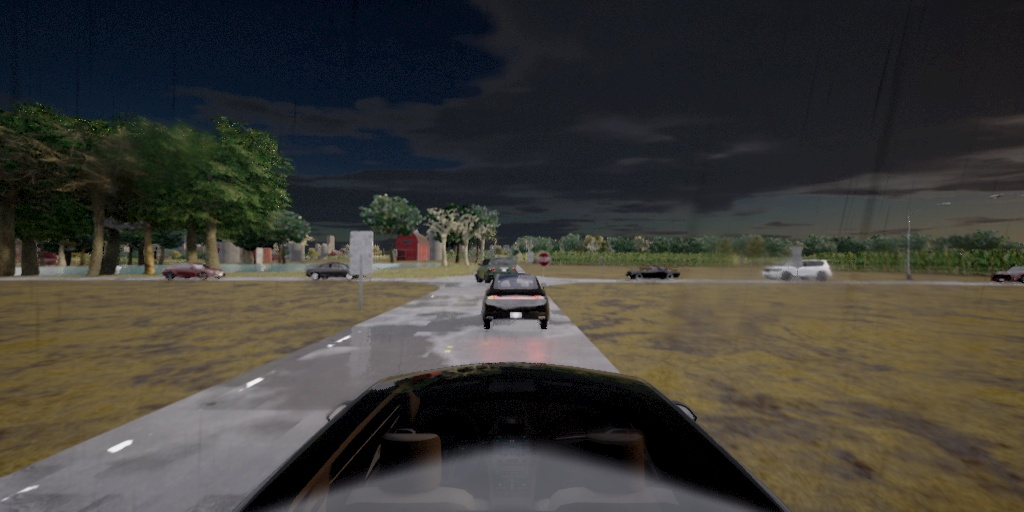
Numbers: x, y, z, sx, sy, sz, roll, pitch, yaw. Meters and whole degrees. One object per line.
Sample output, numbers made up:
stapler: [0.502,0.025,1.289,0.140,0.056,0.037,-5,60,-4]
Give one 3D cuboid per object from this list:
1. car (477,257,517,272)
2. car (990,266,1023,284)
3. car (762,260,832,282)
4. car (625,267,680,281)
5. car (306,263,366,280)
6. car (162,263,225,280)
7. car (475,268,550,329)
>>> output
car: [-1.237,1.100,26.898,2.150,2.045,5.566,0,-1,-15]
car: [48.777,1.705,34.092,4.553,1.767,2.097,0,-1,0]
car: [27.132,1.374,34.187,5.566,2.045,2.150,0,-1,0]
car: [13.307,1.650,34.147,4.718,1.301,1.895,0,-1,-1]
car: [-15.280,1.333,31.285,4.892,1.490,1.837,0,-1,-2]
car: [-27.687,1.315,31.228,4.674,1.442,1.812,1,-1,0]
car: [0.102,1.300,11.507,2.128,1.511,4.902,0,0,0]
